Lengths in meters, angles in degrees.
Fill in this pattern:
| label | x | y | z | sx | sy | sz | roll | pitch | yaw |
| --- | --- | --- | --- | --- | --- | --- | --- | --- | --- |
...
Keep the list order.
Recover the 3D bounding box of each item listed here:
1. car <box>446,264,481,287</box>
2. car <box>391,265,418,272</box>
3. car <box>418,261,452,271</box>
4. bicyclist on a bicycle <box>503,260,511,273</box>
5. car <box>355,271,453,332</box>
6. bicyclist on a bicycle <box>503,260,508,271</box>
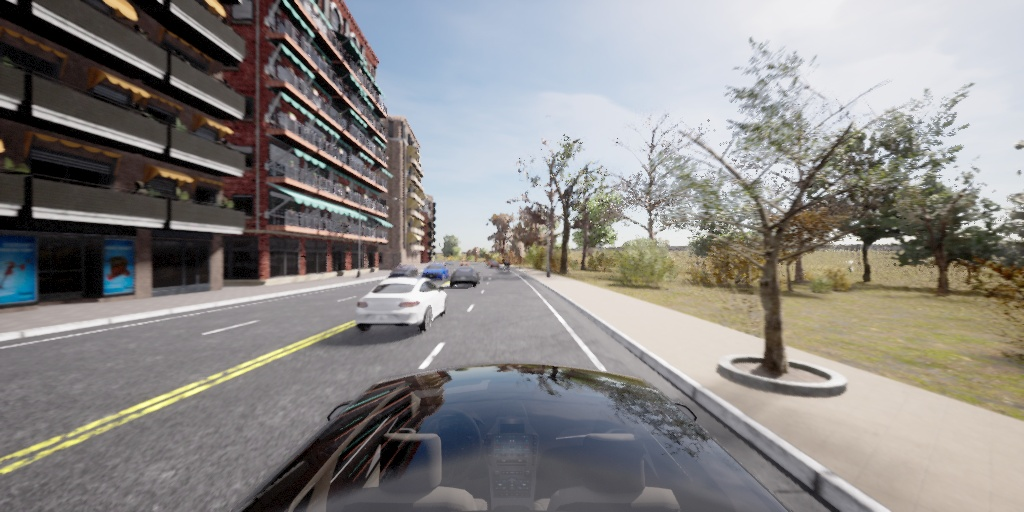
| label | x | y | z | sx | sy | sz | roll | pitch | yaw |
| --- | --- | --- | --- | --- | --- | --- | --- | --- | --- |
| car | -3.453 | 1.525 | 26.932 | 1.994 | 1.385 | 4.181 | 0 | 0 | -2 |
| car | -10.418 | 1.578 | 35.145 | 2.033 | 1.411 | 5.357 | 0 | 0 | -2 |
| car | -7.112 | 1.494 | 33.594 | 1.882 | 1.535 | 5.008 | 0 | -1 | -2 |
| bicyclist on a bicycle | -0.508 | 1.529 | 51.533 | 0.659 | 1.776 | 1.843 | 0 | 0 | -4 |
| car | -3.176 | 1.354 | 11.012 | 1.812 | 1.442 | 4.674 | 0 | 0 | 0 |
| bicyclist on a bicycle | -1.140 | 1.600 | 60.586 | 0.659 | 1.776 | 1.843 | 0 | 0 | -4 |
